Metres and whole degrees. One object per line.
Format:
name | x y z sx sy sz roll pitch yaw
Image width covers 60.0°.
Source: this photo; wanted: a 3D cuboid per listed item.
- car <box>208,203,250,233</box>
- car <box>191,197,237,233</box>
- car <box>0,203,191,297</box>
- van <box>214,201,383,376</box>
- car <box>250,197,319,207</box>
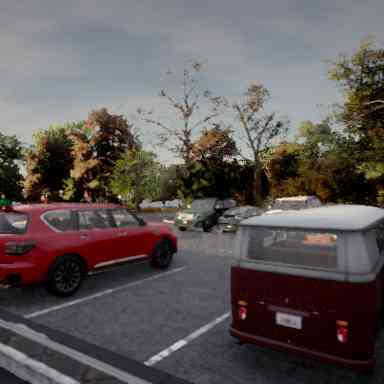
car | 3.368 1.594 19.874 2.231 1.521 4.892 -1 -1 35
car | 1.164 1.393 21.387 2.435 2.045 5.566 -1 -1 35
car | -2.727 1.318 9.209 2.435 2.045 5.566 -1 -1 35
van | 2.388 1.260 5.717 1.878 1.987 4.442 -1 0 35
car | 5.641 1.293 18.259 2.435 2.045 5.566 -1 -1 35
